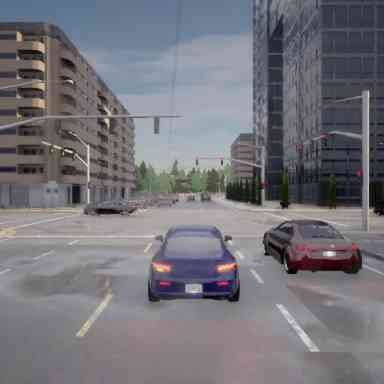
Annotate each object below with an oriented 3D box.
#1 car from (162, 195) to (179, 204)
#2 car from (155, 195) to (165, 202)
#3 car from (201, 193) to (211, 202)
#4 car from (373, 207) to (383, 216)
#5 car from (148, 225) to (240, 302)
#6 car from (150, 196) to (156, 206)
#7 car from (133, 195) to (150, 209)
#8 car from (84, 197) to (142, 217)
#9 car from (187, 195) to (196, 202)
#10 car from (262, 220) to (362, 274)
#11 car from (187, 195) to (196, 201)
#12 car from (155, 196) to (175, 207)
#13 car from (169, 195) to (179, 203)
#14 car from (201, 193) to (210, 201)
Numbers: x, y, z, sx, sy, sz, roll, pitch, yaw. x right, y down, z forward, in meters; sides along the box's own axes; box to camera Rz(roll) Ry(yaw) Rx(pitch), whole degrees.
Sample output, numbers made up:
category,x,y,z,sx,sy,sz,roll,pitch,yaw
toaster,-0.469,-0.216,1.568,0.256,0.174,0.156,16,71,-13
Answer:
category,x,y,z,sx,sy,sz,roll,pitch,yaw
car,-3.929,1.601,60.110,1.895,1.301,4.718,0,0,1
car,-7.204,1.470,74.988,1.882,1.535,5.008,0,0,1
car,3.325,1.355,77.706,2.097,1.767,4.553,0,0,1
car,19.449,1.656,30.750,4.718,1.301,1.895,0,0,0
car,0.044,1.526,8.139,1.812,1.442,4.674,0,0,0
car,-7.489,1.352,54.266,2.097,1.767,4.553,0,0,0
car,-7.483,1.352,45.657,2.097,1.767,4.553,0,0,0
car,-7.494,1.519,30.787,4.902,1.511,2.128,0,0,0
car,-0.179,1.540,77.091,2.033,1.411,5.357,0,0,1
car,3.552,1.564,10.563,1.994,1.385,4.181,0,0,0
car,-0.069,1.525,87.841,2.128,1.511,4.902,0,0,1
car,-4.006,1.601,50.057,1.895,1.301,4.718,0,0,0
car,-3.751,1.478,70.461,1.882,1.535,5.008,0,0,1
car,3.432,1.225,87.869,2.150,2.045,5.566,0,0,1
